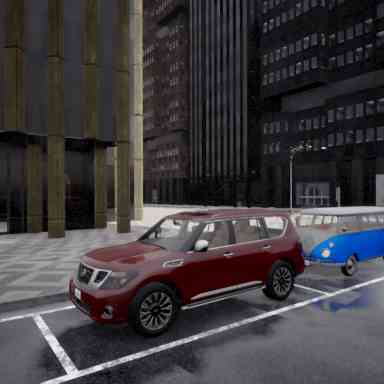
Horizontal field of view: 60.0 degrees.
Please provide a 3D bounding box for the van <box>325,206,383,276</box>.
[{"bbox_3d":[4.704,1.341,10.020,3.998,1.788,1.690,0,0,-36],"label":"van"}]

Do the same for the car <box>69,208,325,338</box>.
[{"bbox_3d":[0.208,1.315,6.809,5.009,1.841,2.192,0,0,-36],"label":"car"}]
